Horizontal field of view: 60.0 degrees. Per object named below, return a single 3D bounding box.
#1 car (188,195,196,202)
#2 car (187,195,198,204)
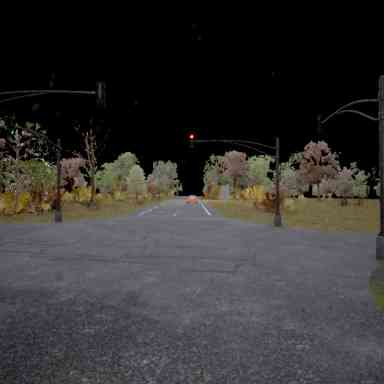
[{"bbox_3d":[0.068,1.451,78.060,1.812,1.442,4.674,0,0,0],"label":"car"},{"bbox_3d":[0.060,1.425,68.025,2.097,1.767,4.553,0,0,0],"label":"car"}]
